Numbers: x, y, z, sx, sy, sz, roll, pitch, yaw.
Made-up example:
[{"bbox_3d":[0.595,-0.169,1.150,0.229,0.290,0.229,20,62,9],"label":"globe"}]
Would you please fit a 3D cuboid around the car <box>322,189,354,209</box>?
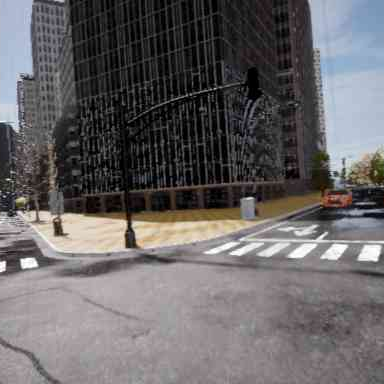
[{"bbox_3d":[13.267,0.521,30.301,2.097,1.767,4.553,-4,0,31],"label":"car"}]
